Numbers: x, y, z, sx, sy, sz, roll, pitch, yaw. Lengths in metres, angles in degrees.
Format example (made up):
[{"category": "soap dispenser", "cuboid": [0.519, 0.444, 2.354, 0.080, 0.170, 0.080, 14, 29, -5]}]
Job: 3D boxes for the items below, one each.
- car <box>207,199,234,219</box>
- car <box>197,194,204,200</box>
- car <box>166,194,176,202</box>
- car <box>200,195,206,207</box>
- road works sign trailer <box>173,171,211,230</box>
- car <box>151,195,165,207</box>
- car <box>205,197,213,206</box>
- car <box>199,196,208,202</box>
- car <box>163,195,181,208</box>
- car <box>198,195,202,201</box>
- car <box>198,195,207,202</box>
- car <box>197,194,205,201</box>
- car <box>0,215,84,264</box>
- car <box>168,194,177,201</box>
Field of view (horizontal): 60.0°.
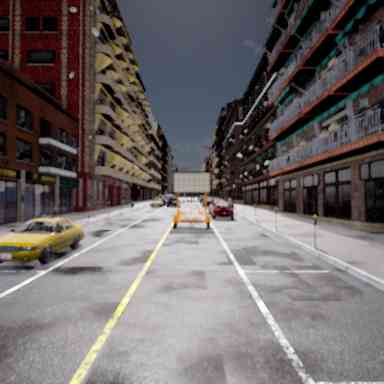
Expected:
[{"category": "car", "cuboid": [2.591, 1.550, 28.585, 1.887, 1.381, 4.507, 1, 0, 0]}, {"category": "car", "cuboid": [2.599, 1.643, 72.831, 1.887, 1.381, 4.507, 1, 0, 0]}, {"category": "car", "cuboid": [-5.274, 1.454, 83.956, 2.192, 1.841, 5.009, 1, 0, 0]}, {"category": "car", "cuboid": [2.595, 1.586, 50.708, 1.887, 1.381, 4.507, 1, 0, 0]}, {"category": "road works sign trailer", "cuboid": [-0.005, 0.464, 21.273, 2.380, 3.560, 2.880, 0, 0, 0]}, {"category": "car", "cuboid": [-5.285, 1.567, 50.602, 1.752, 1.417, 4.829, 2, 0, 0]}, {"category": "car", "cuboid": [2.592, 1.537, 34.287, 1.752, 1.417, 4.829, 1, 0, 0]}, {"category": "car", "cuboid": [2.600, 1.662, 78.361, 1.887, 1.381, 4.507, 1, 0, 0]}, {"category": "car", "cuboid": [-2.820, 1.545, 50.192, 1.837, 1.490, 4.892, 0, 0, 0]}, {"category": "car", "cuboid": [2.595, 1.604, 56.239, 2.008, 1.369, 4.403, 1, 0, 0]}, {"category": "car", "cuboid": [2.611, 1.579, 83.893, 1.967, 1.590, 4.097, 1, 0, 0]}, {"category": "car", "cuboid": [2.574, 1.498, 94.956, 2.192, 1.841, 5.009, 1, 0, 0]}, {"category": "car", "cuboid": [-5.291, 1.522, 11.895, 1.752, 1.417, 4.829, 2, 0, 0]}, {"category": "car", "cuboid": [-5.273, 1.475, 89.486, 2.192, 1.841, 5.009, 1, 0, 0]}]
